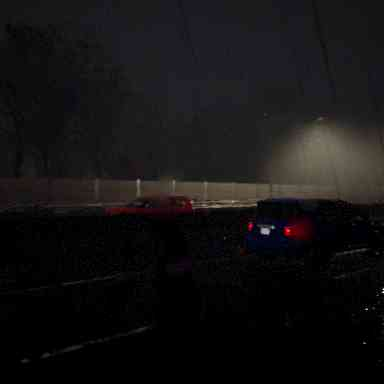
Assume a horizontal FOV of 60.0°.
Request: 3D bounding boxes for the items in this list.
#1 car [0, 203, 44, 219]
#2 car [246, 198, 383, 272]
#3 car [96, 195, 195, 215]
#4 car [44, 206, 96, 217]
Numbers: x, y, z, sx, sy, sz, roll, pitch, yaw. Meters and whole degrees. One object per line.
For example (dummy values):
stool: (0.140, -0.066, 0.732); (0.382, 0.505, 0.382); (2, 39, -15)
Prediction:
car: (-11.389, 1.490, 21.646); (4.902, 1.511, 2.128); (0, 0, -35)
car: (4.288, 1.224, 11.102); (5.566, 2.045, 2.150); (0, 0, -35)
car: (-2.388, 1.225, 19.435); (5.566, 2.045, 2.150); (0, 0, -35)
car: (-6.595, 1.564, 20.752); (4.181, 1.385, 1.994); (0, 0, -35)
